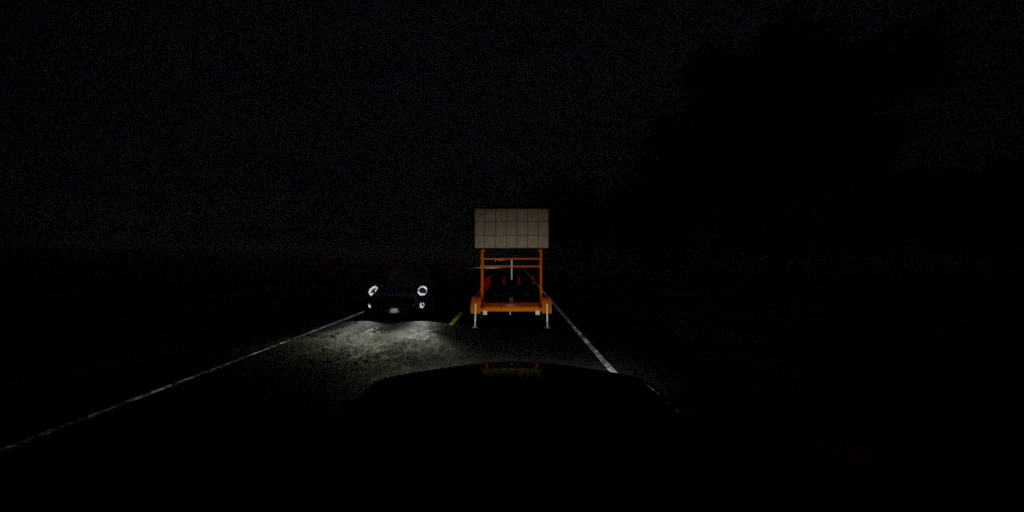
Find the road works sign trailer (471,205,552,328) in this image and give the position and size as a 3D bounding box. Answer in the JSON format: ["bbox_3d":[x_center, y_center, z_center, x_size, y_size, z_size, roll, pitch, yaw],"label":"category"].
[{"bbox_3d":[-0.009,0.203,11.305,2.380,3.560,2.880,0,0,0],"label":"road works sign trailer"}]

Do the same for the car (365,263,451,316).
[{"bbox_3d":[-3.623,1.085,13.231,2.097,1.767,4.553,0,0,0],"label":"car"}]

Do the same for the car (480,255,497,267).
[{"bbox_3d":[-3.705,0.927,55.045,1.812,1.442,4.674,0,1,0],"label":"car"}]
